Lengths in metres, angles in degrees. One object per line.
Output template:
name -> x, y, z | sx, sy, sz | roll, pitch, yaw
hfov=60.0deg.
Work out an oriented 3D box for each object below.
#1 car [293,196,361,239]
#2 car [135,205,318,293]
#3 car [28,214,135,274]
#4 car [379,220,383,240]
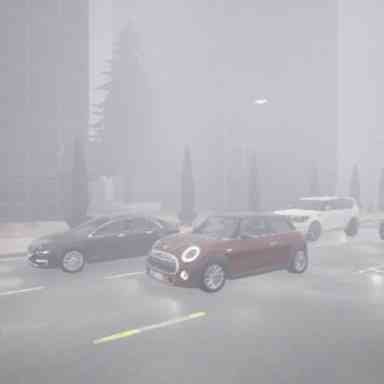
car -> 6.443, 1.251, 17.055 | 5.566, 2.045, 2.150 | 0, 0, -35
car -> 1.058, 1.365, 9.009 | 4.553, 1.767, 2.097 | 0, 0, -35
car -> -2.590, 1.508, 10.738 | 4.892, 1.490, 1.837 | -1, 1, -35
car -> 10.975, 1.512, 16.069 | 5.008, 1.535, 1.882 | 0, 0, -35
